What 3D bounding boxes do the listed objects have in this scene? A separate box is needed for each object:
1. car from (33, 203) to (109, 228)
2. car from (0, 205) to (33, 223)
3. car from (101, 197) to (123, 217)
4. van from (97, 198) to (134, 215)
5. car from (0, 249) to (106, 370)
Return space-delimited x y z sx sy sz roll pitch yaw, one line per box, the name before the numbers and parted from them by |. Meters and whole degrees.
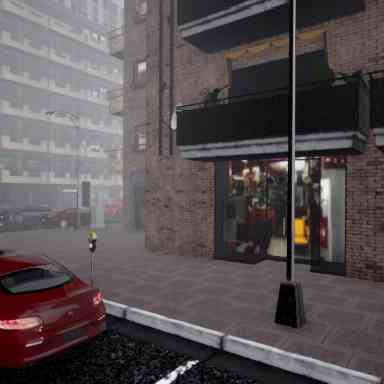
car | -8.492 1.756 23.728 1.887 1.381 4.507 0 -1 36
car | -13.274 1.727 27.006 1.994 1.385 4.181 1 0 36
car | -7.018 1.499 35.716 2.150 2.045 5.566 1 0 36
van | -8.664 1.606 37.847 1.690 1.788 3.998 0 -1 36
car | -3.119 1.582 5.230 4.206 1.307 1.802 0 0 36
